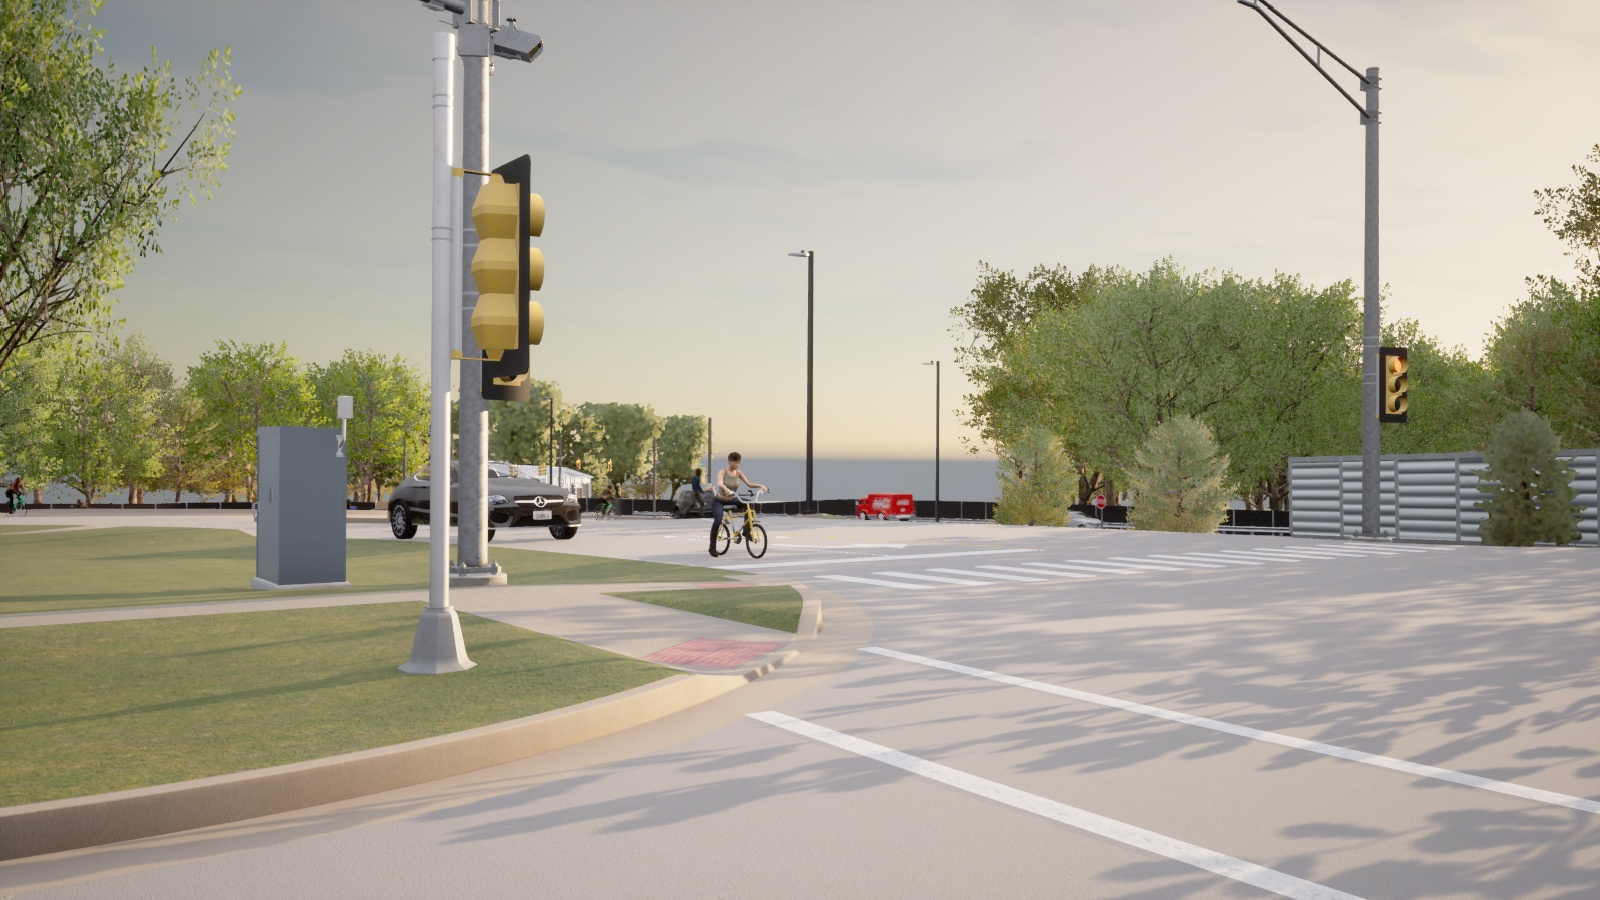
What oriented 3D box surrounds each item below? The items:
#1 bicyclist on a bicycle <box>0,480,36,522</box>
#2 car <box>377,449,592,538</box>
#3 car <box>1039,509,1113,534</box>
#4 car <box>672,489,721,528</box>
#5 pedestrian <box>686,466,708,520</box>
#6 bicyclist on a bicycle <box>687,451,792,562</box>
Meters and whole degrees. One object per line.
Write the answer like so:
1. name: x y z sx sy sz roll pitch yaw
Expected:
1. bicyclist on a bicycle: -31.778 2.078 50.988 1.656 1.620 0.582 -5 -4 31
2. car: -6.569 0.887 25.742 2.152 1.651 5.027 0 -2 -42
3. car: 17.700 4.593 80.777 1.812 1.442 4.674 0 -2 -34
4. car: -5.791 3.257 69.550 2.150 2.045 5.566 0 -3 -10
5. pedestrian: -3.541 1.469 43.092 0.726 1.835 0.370 0 0 -7
6. bicyclist on a bicycle: -0.941 0.837 19.197 0.866 1.612 1.509 0 -1 -39
